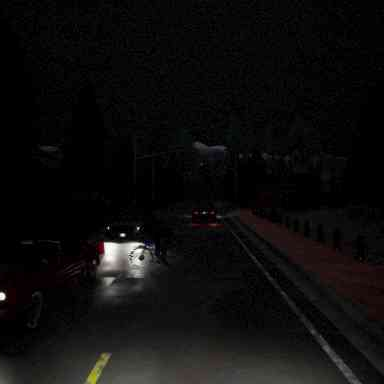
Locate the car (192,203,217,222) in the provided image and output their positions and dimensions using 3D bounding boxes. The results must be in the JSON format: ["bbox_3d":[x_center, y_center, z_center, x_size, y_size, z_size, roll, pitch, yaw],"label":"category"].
[{"bbox_3d":[0.975,1.547,26.318,2.033,1.411,5.357,0,0,2],"label":"car"}]

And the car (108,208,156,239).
[{"bbox_3d":[-3.017,1.548,17.609,2.033,1.411,5.357,0,0,2],"label":"car"}]

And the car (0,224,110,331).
[{"bbox_3d":[-3.404,1.601,7.001,1.895,1.301,4.718,0,0,2],"label":"car"}]

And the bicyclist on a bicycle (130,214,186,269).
[{"bbox_3d":[-1.012,1.453,9.727,1.656,1.620,0.582,-2,0,2],"label":"bicyclist on a bicycle"}]
